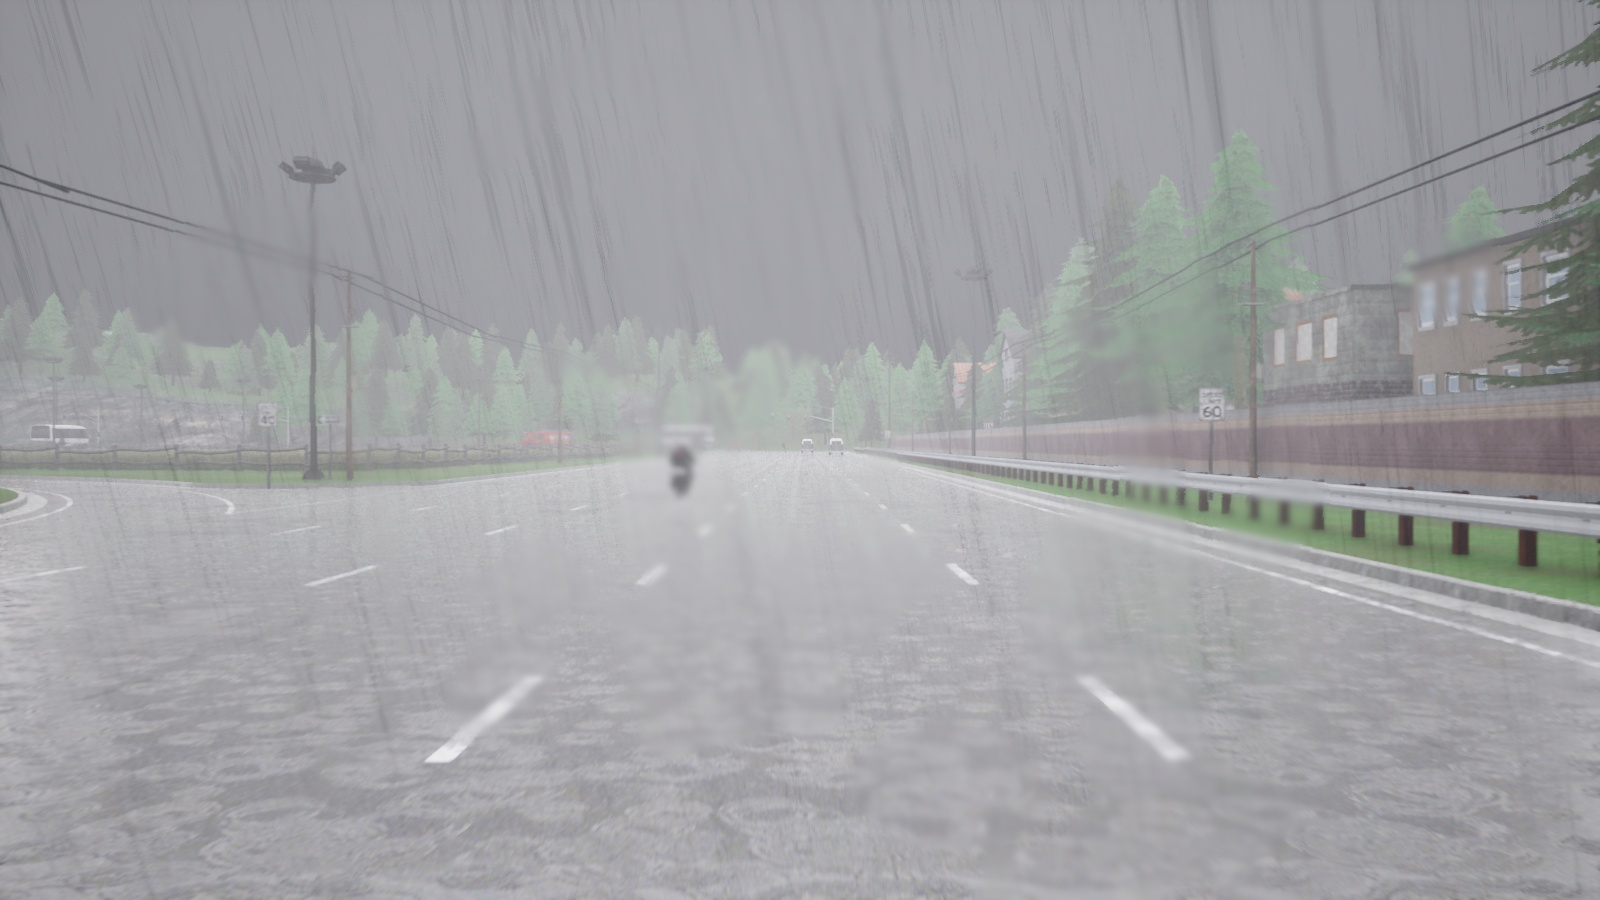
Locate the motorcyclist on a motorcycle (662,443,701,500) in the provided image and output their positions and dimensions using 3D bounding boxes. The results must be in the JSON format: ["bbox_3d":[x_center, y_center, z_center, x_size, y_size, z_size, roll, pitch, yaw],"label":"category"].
[{"bbox_3d":[-3.285,0.581,35.070,0.866,1.530,2.191,0,0,0],"label":"motorcyclist on a motorcycle"}]
